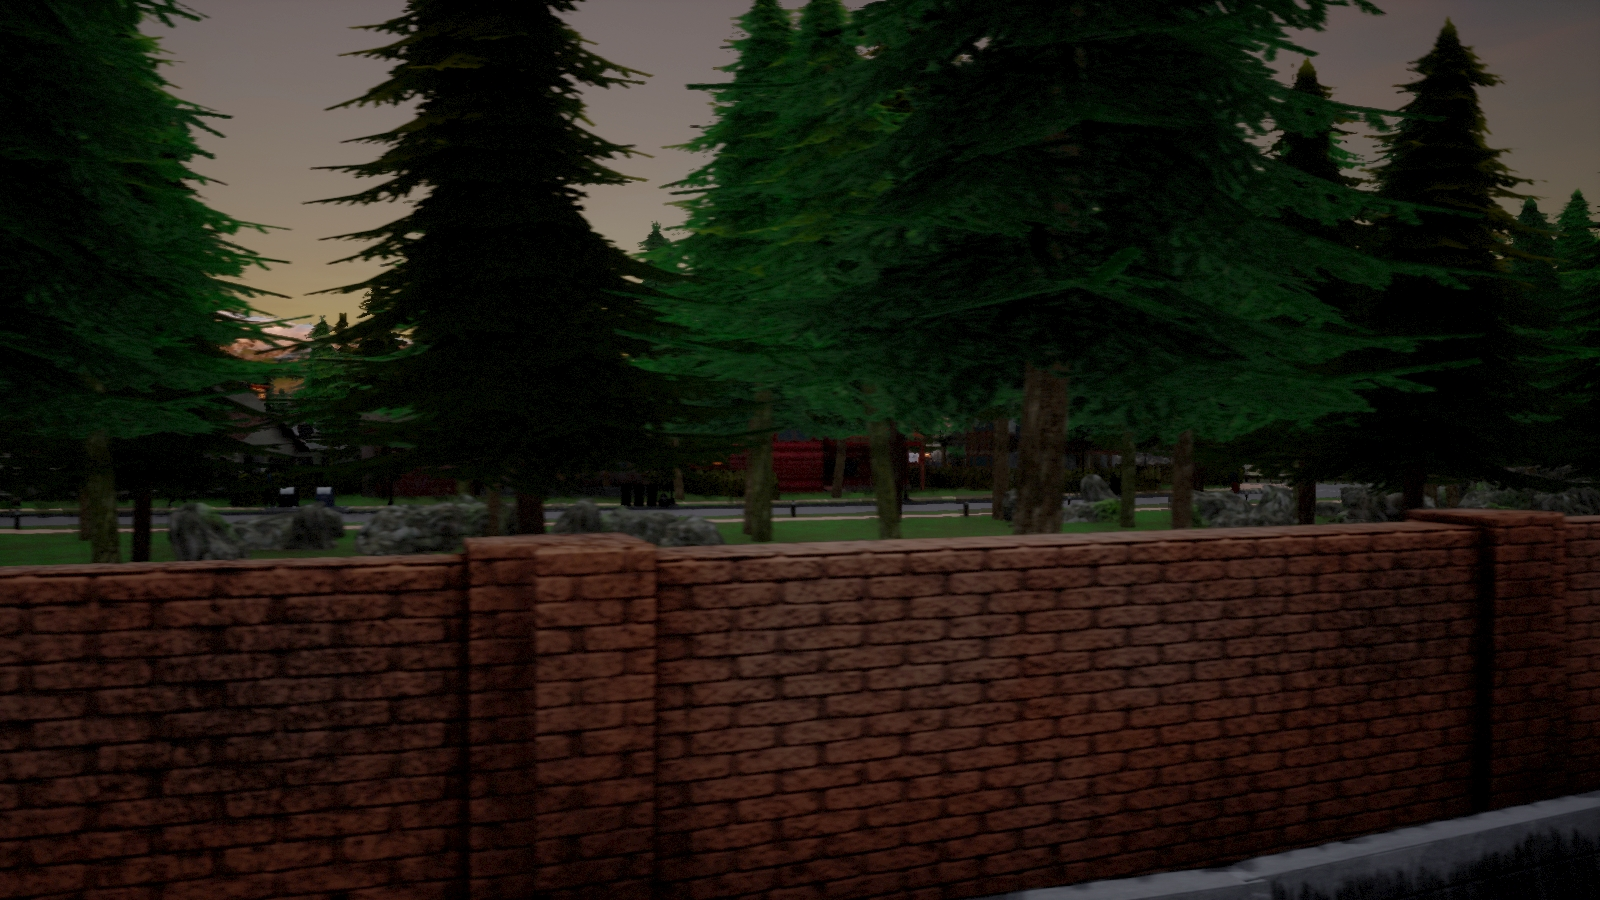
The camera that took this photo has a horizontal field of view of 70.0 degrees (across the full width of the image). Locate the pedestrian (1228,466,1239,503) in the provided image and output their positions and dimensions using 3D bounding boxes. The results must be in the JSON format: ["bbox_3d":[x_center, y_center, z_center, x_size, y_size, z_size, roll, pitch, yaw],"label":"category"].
[{"bbox_3d":[22.362,1.770,58.911,0.375,1.860,0.375,0,0,-36],"label":"pedestrian"}]

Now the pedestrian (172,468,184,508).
[{"bbox_3d":[-29.496,1.798,54.174,0.375,1.860,0.375,0,0,-8],"label":"pedestrian"}]

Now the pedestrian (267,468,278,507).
[{"bbox_3d":[-25.197,1.797,54.575,0.375,1.860,0.375,0,0,-13],"label":"pedestrian"}]

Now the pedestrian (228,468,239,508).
[{"bbox_3d":[-26.874,1.797,54.210,0.375,1.860,0.375,0,0,-10],"label":"pedestrian"}]
